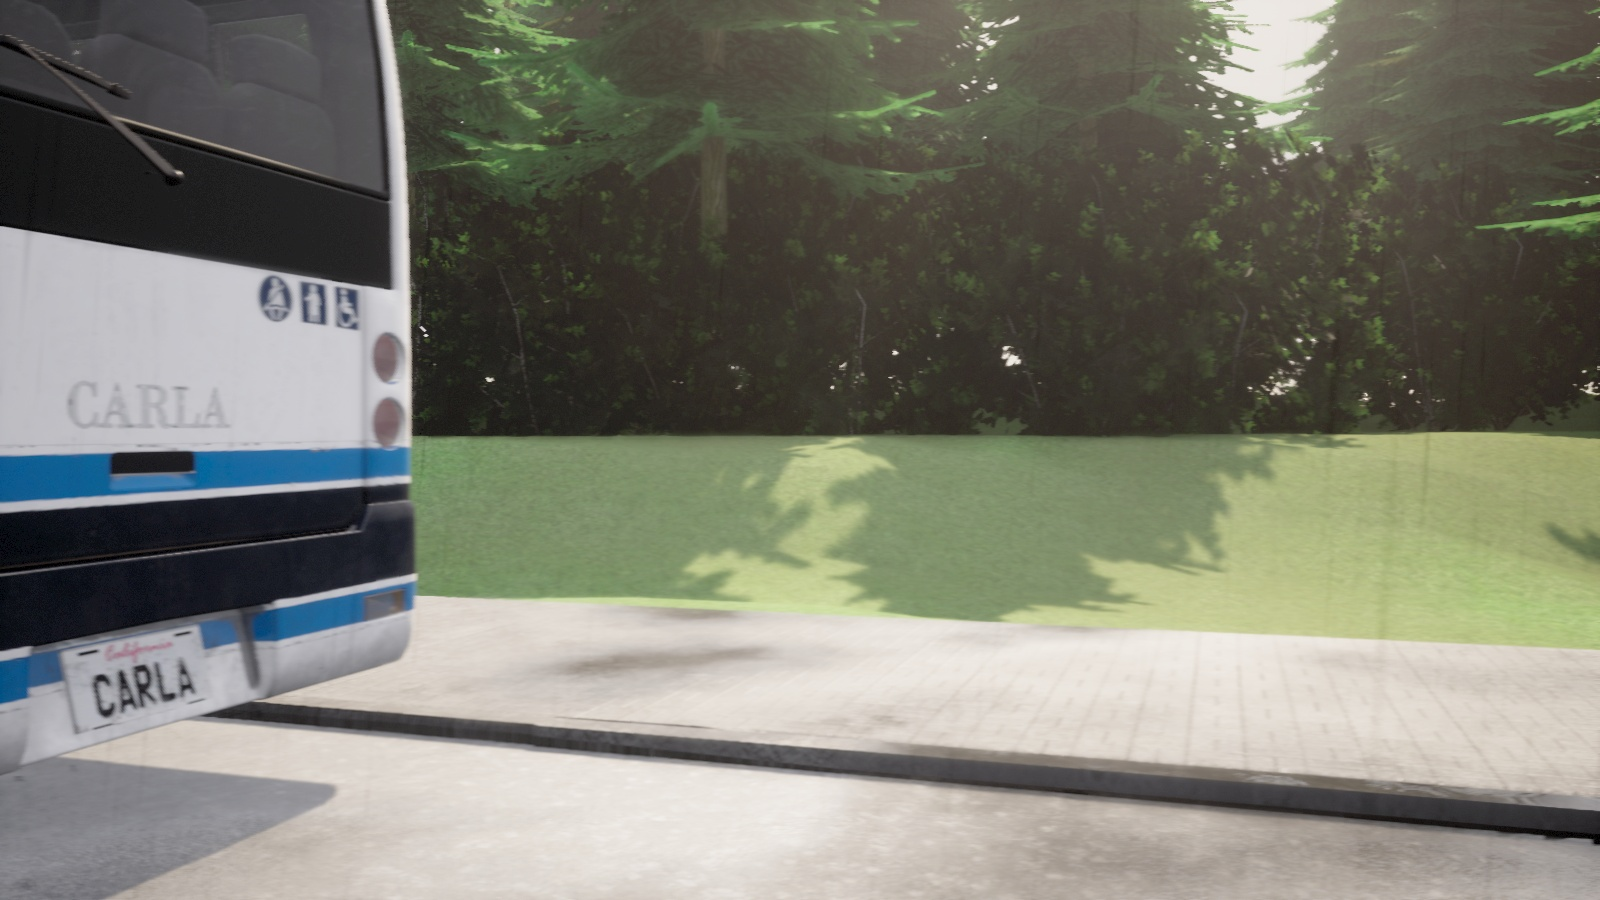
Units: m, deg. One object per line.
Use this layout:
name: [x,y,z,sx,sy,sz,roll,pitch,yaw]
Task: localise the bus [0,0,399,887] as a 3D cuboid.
bus: [-7.583,-0.678,6.245,10.273,4.253,3.944,1,1,18]
